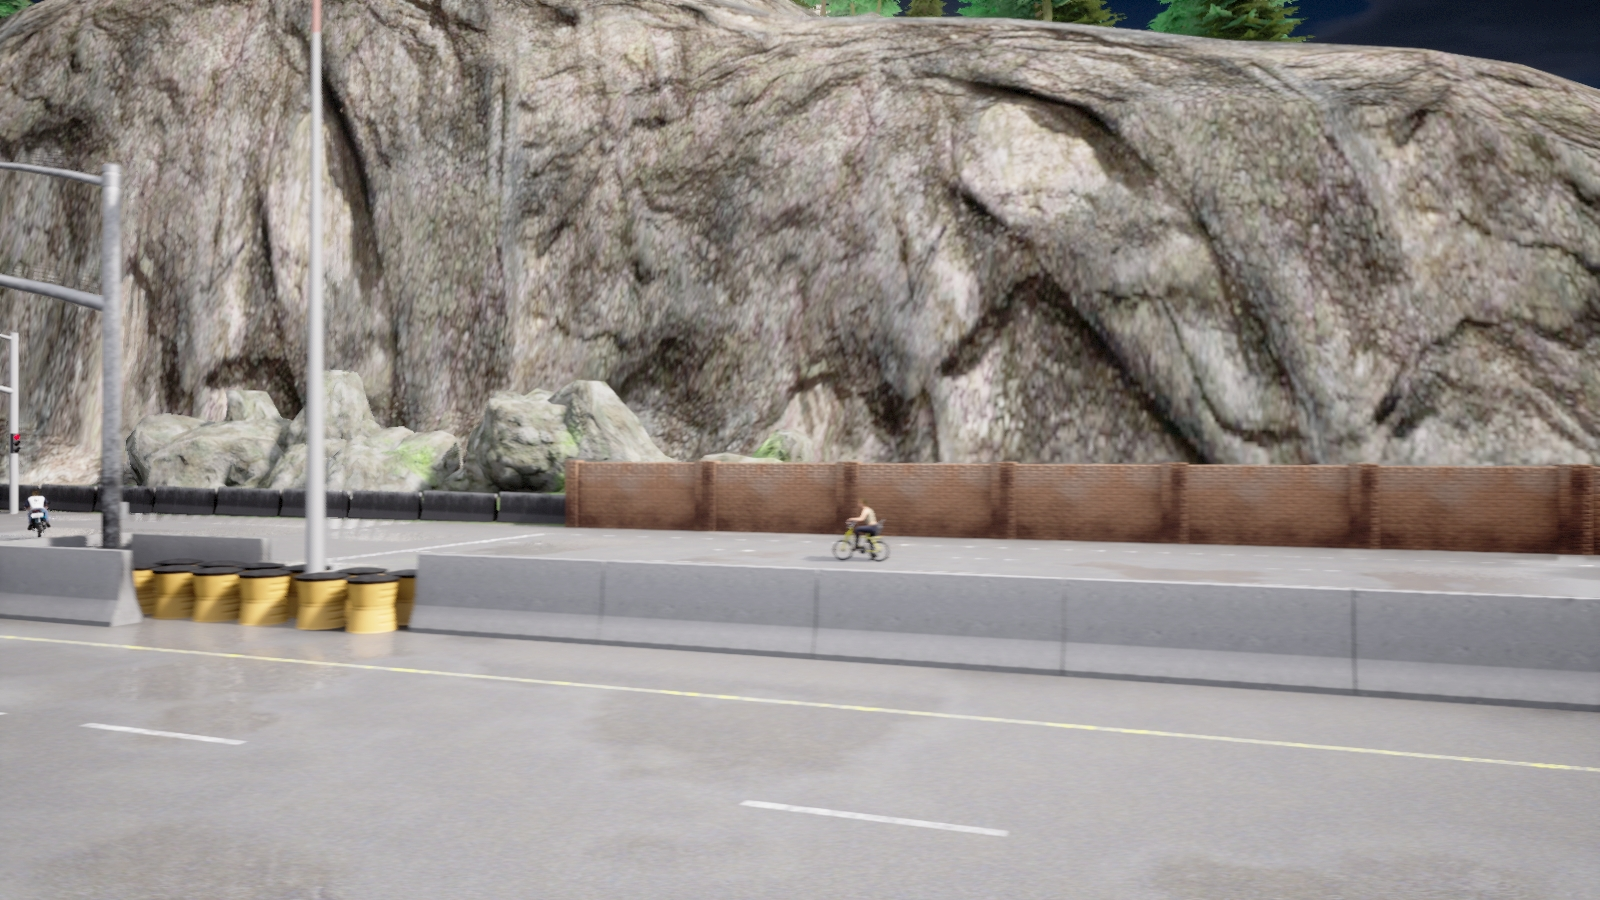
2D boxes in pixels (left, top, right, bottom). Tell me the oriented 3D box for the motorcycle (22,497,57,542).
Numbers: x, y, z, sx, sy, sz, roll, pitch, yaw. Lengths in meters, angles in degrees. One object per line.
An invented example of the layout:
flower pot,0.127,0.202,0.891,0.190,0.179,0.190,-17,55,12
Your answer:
motorcycle,-24.018,2.173,36.103,0.803,1.217,2.033,-5,3,-34
